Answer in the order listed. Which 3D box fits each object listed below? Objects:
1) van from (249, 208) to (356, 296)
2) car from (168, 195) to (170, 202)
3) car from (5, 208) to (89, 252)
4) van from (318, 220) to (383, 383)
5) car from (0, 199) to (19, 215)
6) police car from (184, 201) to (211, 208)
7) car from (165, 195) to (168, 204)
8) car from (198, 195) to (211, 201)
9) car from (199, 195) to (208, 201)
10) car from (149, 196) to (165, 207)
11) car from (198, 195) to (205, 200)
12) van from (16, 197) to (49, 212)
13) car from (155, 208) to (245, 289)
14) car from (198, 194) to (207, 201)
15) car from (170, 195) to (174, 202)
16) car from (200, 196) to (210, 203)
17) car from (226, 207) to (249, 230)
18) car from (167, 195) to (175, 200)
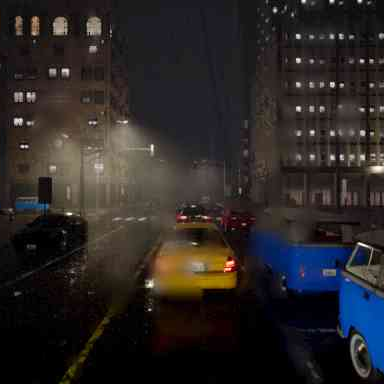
[{"bbox_3d":[2.703,1.343,8.371,1.690,1.788,3.998,1,0,0],"label":"van"},{"bbox_3d":[-5.683,1.560,63.272,1.802,1.307,4.206,1,0,0],"label":"car"},{"bbox_3d":[-5.681,1.567,13.954,1.947,1.339,4.313,1,0,0],"label":"car"},{"bbox_3d":[2.703,1.342,2.795,1.690,1.788,3.998,1,0,0],"label":"van"},{"bbox_3d":[-19.845,1.620,32.456,4.403,1.369,2.008,0,0,1],"label":"car"},{"bbox_3d":[0.103,1.505,19.451,2.038,1.542,4.974,0,0,0],"label":"police car"},{"bbox_3d":[-5.680,1.424,57.621,1.967,1.590,4.097,1,0,0],"label":"car"},{"bbox_3d":[2.698,1.529,63.271,2.008,1.369,4.403,1,0,0],"label":"car"},{"bbox_3d":[2.697,1.510,80.225,2.008,1.369,4.403,1,0,0],"label":"car"},{"bbox_3d":[-5.683,1.572,51.969,1.802,1.307,4.206,1,0,0],"label":"car"},{"bbox_3d":[2.697,1.472,91.699,1.752,1.417,4.829,1,0,0],"label":"car"},{"bbox_3d":[-19.737,1.524,40.838,3.998,1.788,1.690,0,0,1],"label":"van"},{"bbox_3d":[0.097,1.458,9.131,1.801,1.575,5.366,0,0,0],"label":"car"},{"bbox_3d":[2.698,1.393,85.878,1.967,1.590,4.097,1,0,0],"label":"car"},{"bbox_3d":[-5.683,1.516,74.575,2.008,1.369,4.403,1,0,0],"label":"car"},{"bbox_3d":[2.698,1.517,68.923,1.887,1.381,4.507,1,0,0],"label":"car"},{"bbox_3d":[2.700,1.545,19.525,1.887,1.381,4.507,1,0,0],"label":"car"},{"bbox_3d":[-5.684,1.472,91.360,1.752,1.417,4.829,1,0,0],"label":"car"}]
